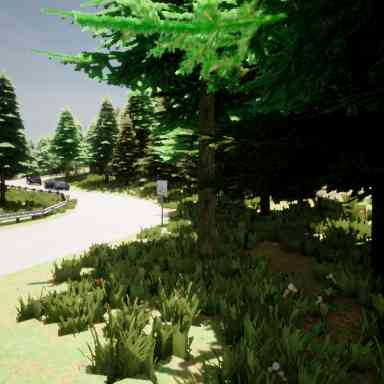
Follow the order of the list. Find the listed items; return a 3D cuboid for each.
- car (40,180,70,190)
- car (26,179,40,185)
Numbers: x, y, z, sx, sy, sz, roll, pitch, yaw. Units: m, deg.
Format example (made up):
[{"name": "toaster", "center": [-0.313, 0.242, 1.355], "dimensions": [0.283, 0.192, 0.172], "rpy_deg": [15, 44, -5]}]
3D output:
[{"name": "car", "center": [-18.773, -0.986, 46.136], "dimensions": [4.181, 1.385, 1.994], "rpy_deg": [6, 4, 40]}, {"name": "car", "center": [-25.392, -1.912, 53.410], "dimensions": [1.837, 1.490, 4.892], "rpy_deg": [0, 5, -33]}]
